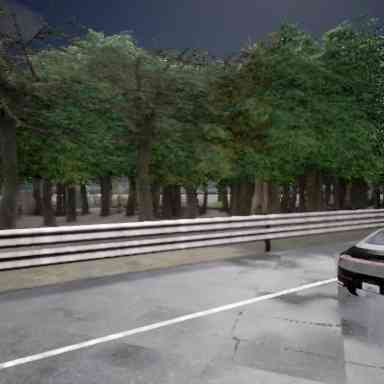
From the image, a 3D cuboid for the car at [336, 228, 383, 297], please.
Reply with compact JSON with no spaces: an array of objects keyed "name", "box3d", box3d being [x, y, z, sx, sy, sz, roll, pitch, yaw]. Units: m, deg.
[{"name":"car","box3d":[5.174,1.488,7.262,4.902,1.511,2.128,0,0,-34]}]
